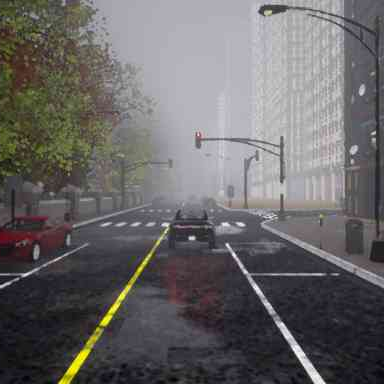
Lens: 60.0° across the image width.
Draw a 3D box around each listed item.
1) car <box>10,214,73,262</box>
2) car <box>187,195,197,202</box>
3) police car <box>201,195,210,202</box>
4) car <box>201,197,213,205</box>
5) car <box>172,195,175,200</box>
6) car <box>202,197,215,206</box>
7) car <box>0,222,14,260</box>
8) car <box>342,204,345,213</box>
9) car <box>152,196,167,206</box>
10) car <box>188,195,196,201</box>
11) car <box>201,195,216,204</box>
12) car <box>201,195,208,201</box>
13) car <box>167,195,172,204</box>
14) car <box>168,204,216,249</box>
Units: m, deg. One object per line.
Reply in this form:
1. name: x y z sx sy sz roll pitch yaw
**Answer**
1. car: -5.817 1.545 12.126 1.887 1.381 4.507 0 0 0
2. car: 0.000 1.480 73.581 1.837 1.490 4.892 0 0 0
3. police car: 3.134 1.489 78.466 1.930 1.638 5.238 0 0 0
4. car: 2.692 1.606 61.310 1.947 1.339 4.313 0 0 0
5. car: -5.689 1.639 95.104 1.887 1.381 4.507 0 0 0
6. car: 2.691 1.599 55.677 1.947 1.339 4.313 0 0 0
7. car: -5.765 1.550 6.586 2.008 1.369 4.403 0 0 0
8. car: 14.674 1.282 27.454 4.313 1.339 1.947 -1 1 0
9. car: -5.689 1.615 55.677 1.802 1.307 4.206 0 0 0
10. car: 0.000 1.455 87.331 1.837 1.490 4.892 0 0 0
11. car: 2.691 1.593 50.045 1.947 1.339 4.313 0 0 0
12. car: 3.149 1.602 85.357 1.812 1.442 4.674 0 0 0
13. car: -5.688 1.487 66.943 1.967 1.590 4.097 0 0 0
14. car: 0.001 1.498 14.651 2.128 1.511 4.902 0 0 0
